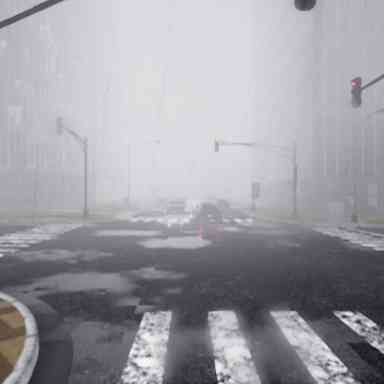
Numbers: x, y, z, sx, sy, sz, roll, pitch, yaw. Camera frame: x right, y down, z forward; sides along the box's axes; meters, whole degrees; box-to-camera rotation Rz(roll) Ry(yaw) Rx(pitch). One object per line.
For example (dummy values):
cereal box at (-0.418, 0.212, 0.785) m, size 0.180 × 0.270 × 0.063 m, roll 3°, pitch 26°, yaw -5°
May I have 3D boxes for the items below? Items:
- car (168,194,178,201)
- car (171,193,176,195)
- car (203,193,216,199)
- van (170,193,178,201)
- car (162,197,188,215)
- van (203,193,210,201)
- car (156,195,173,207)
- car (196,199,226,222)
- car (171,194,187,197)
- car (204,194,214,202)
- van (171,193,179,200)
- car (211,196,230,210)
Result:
car at (-4.340, 1.272, 75.327) m, size 1.967 × 1.590 × 4.097 m, roll 0°, pitch 0°, yaw 0°
car at (-4.264, 1.432, 64.272) m, size 1.947 × 1.339 × 4.313 m, roll 0°, pitch 0°, yaw 0°
car at (3.616, 1.182, 64.325) m, size 2.192 × 1.841 × 5.009 m, roll 0°, pitch 0°, yaw 0°
van at (-4.378, 1.156, 80.854) m, size 1.690 × 1.788 × 3.998 m, roll 0°, pitch 0°, yaw 0°
car at (-1.590, 1.494, 34.025) m, size 2.033 × 1.411 × 5.357 m, roll 0°, pitch 0°, yaw 0°
van at (3.502, 1.156, 80.908) m, size 1.690 × 1.788 × 3.998 m, roll 0°, pitch 0°, yaw 0°
car at (-4.151, 1.495, 47.690) m, size 1.802 × 1.307 × 4.206 m, roll 0°, pitch 0°, yaw 0°
car at (1.301, 1.494, 25.485) m, size 1.812 × 1.442 × 4.674 m, roll 0°, pitch 0°, yaw 1°
car at (-1.677, 1.460, 47.875) m, size 2.033 × 1.411 × 5.357 m, roll 0°, pitch 0°, yaw 0°
car at (3.578, 1.290, 69.854) m, size 1.967 × 1.590 × 4.097 m, roll 0°, pitch 0°, yaw 0°
van at (-4.415, 1.139, 86.382) m, size 1.690 × 1.788 × 3.998 m, roll 0°, pitch 0°, yaw 0°
car at (3.816, 1.493, 42.218) m, size 1.947 × 1.339 × 4.313 m, roll 0°, pitch 0°, yaw 0°
